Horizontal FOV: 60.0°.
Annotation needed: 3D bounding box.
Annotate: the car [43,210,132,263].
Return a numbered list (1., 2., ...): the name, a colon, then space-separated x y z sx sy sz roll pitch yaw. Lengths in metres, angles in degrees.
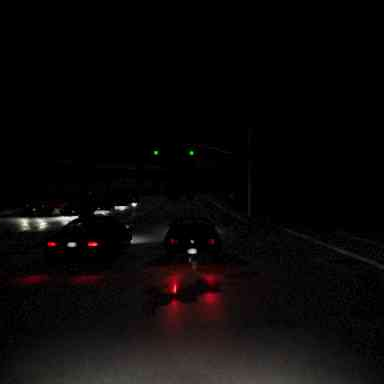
1. car: -3.492 1.588 12.125 2.033 1.411 5.357 0 0 0

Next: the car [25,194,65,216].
1. car: -14.317 1.226 32.939 2.150 2.045 5.566 0 0 0

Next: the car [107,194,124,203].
1. car: -14.427 1.228 63.394 2.033 1.411 5.357 0 1 0

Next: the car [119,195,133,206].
1. car: -10.846 1.430 51.032 1.994 1.385 4.181 0 1 0

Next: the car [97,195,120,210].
1. car: -10.829 1.509 41.382 2.033 1.411 5.357 0 0 0

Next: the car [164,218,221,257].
1. car: 0.002 1.653 13.108 1.895 1.301 4.718 0 0 0

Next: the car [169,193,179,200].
1. car: -3.994 0.916 73.722 2.097 1.767 4.553 0 1 0

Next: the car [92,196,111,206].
1. car: -14.359 1.354 53.020 1.812 1.442 4.674 0 1 0

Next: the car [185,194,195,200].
1. car: -0.494 1.099 73.585 2.128 1.511 4.902 0 1 0

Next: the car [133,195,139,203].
1. car: -10.911 1.254 60.960 1.812 1.442 4.674 0 1 0

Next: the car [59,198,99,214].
1. car: -10.808 1.582 32.237 1.994 1.385 4.181 0 0 0
